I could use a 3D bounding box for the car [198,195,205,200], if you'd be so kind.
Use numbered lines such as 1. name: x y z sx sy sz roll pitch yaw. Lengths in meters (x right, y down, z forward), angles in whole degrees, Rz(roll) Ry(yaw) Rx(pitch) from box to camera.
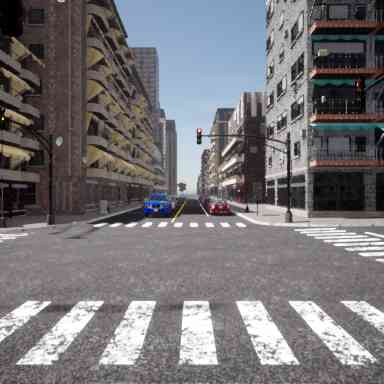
1. car: 2.727 1.587 93.917 1.887 1.381 4.507 0 0 0

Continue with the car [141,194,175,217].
1. car: -3.087 1.228 31.190 2.150 2.045 5.566 0 0 0

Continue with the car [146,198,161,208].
1. car: -5.669 1.594 49.647 1.802 1.307 4.206 0 0 0

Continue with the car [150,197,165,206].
1. car: -5.667 1.581 55.182 1.947 1.339 4.313 0 0 0

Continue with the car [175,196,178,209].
1. car: -3.085 1.535 40.988 1.812 1.442 4.674 0 0 1

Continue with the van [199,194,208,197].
1. van: 2.718 1.362 66.247 1.690 1.788 3.998 0 0 0

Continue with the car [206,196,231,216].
1. car: 2.705 1.447 33.041 1.967 1.590 4.097 0 0 0

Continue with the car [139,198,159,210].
1. car: -5.672 1.561 44.113 2.008 1.369 4.403 0 0 0

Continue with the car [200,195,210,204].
1. car: 2.713 1.597 55.178 1.802 1.307 4.206 0 0 0

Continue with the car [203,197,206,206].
1. car: 2.707 1.559 38.575 2.008 1.369 4.403 0 0 0

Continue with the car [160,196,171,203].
1. car: -5.661 1.570 71.784 1.887 1.381 4.507 0 0 0

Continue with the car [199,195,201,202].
1. car: 2.715 1.600 60.712 1.802 1.307 4.206 0 0 0
